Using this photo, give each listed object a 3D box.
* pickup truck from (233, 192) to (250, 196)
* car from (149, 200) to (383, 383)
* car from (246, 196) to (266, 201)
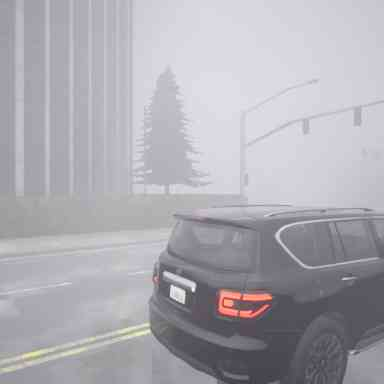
[{"bbox_3d":[10.249,1.059,68.801,2.390,2.098,6.274,0,0,-5],"label":"pickup truck"},{"bbox_3d":[2.047,1.221,5.200,5.566,2.045,2.150,0,0,-35],"label":"car"},{"bbox_3d":[8.646,1.564,42.842,1.994,1.385,4.181,0,0,-36],"label":"car"}]
